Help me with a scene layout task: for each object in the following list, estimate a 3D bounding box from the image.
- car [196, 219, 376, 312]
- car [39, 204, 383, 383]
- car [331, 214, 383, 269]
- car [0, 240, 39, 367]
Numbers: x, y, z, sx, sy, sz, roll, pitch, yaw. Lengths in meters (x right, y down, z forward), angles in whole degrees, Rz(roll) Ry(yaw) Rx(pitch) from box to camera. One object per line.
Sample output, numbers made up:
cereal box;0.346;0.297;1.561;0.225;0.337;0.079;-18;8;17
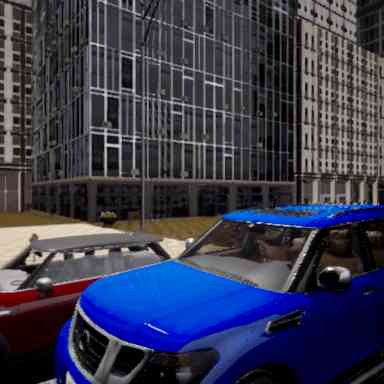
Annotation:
car;2.460;1.545;8.287;4.403;1.369;2.008;0;0;-35
car;1.289;1.218;4.285;5.566;2.045;2.150;0;0;-35
car;6.977;1.535;11.482;4.507;1.381;1.887;0;0;-35
car;-2.055;1.439;5.092;4.097;1.590;1.967;0;0;-35
